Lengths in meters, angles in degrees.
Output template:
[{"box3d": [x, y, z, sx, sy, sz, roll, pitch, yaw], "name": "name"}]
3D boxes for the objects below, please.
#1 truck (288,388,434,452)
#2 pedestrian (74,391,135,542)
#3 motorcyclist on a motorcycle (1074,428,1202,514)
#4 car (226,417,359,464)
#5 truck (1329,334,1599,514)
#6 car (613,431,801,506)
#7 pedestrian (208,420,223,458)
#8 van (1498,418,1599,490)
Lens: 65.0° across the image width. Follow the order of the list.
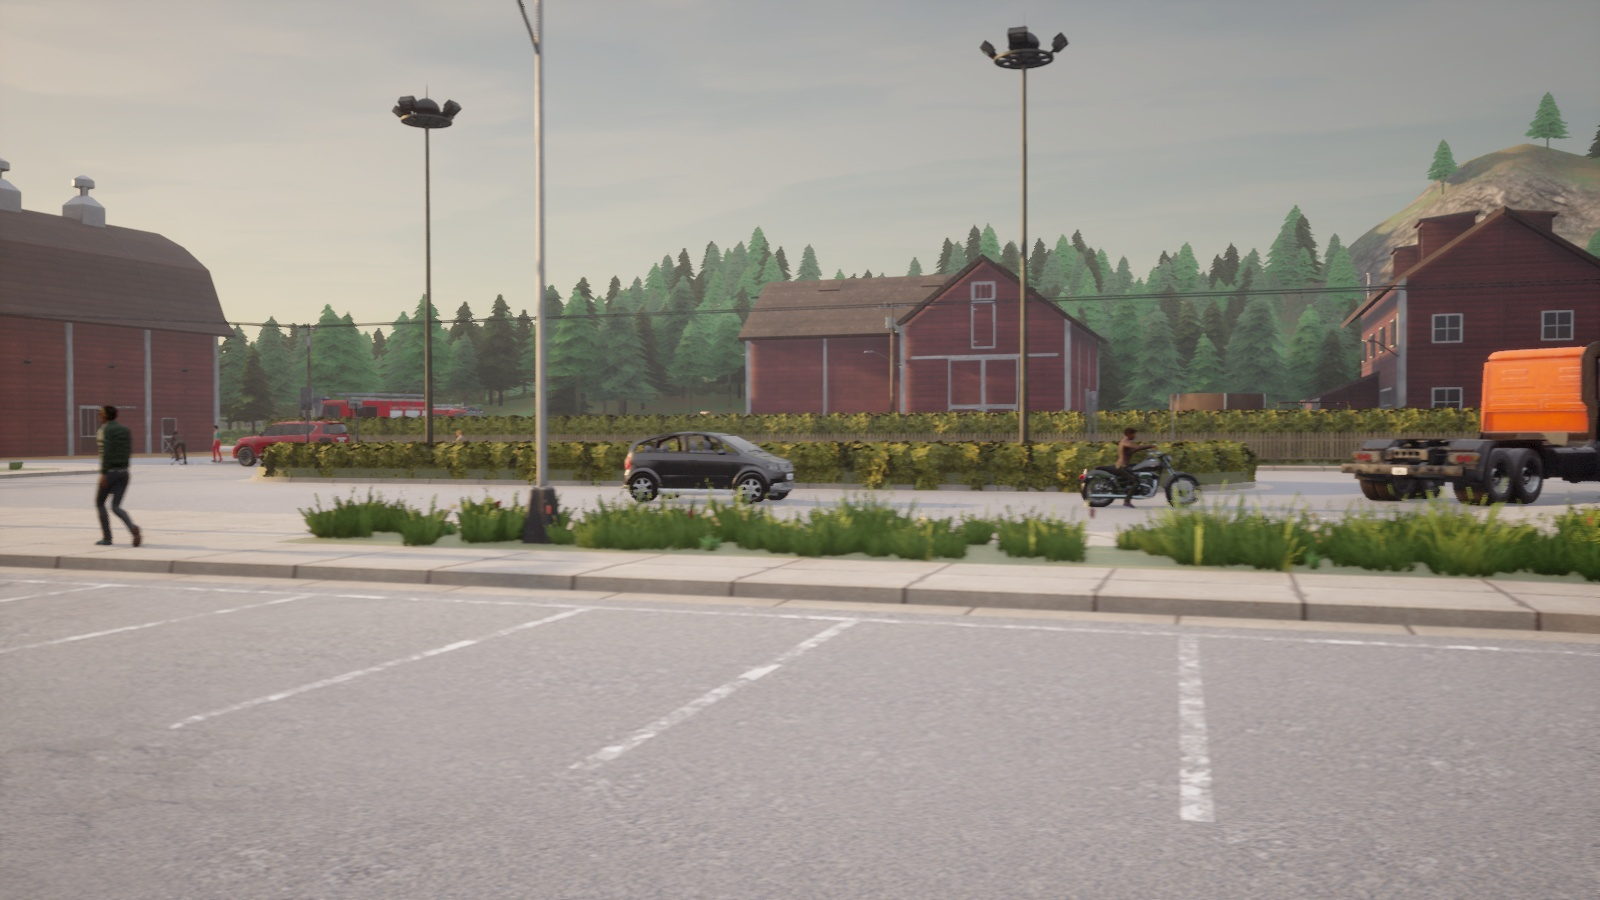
[{"box3d": [-27.634, -1.864, 79.435, 2.891, 3.827, 8.468, 1, 1, 38], "name": "truck"}, {"box3d": [-8.657, 0.199, 15.633, 0.614, 1.847, 0.353, 1, 1, 24], "name": "pedestrian"}, {"box3d": [6.681, 0.403, 24.930, 2.350, 1.649, 0.766, 1, 1, 8], "name": "motorcyclist on a motorcycle"}, {"box3d": [-22.963, -0.451, 56.847, 5.566, 2.045, 2.150, 1, 1, 19], "name": "car"}, {"box3d": [15.309, -0.539, 27.546, 7.936, 3.462, 2.891, 0, 1, -34], "name": "truck"}, {"box3d": [-2.019, 0.357, 27.496, 3.705, 1.549, 1.789, 0, 1, 19], "name": "car"}, {"box3d": [-28.896, -0.543, 62.080, 0.594, 1.836, 0.345, 0, 1, 9], "name": "pedestrian"}, {"box3d": [22.533, 0.085, 36.177, 4.442, 1.987, 1.775, 0, 1, -21], "name": "van"}]
